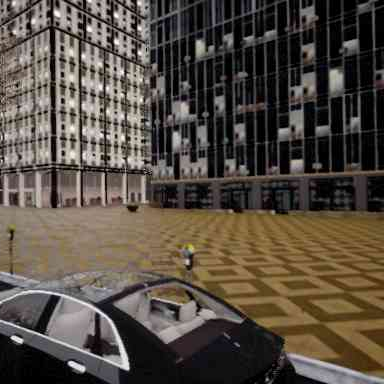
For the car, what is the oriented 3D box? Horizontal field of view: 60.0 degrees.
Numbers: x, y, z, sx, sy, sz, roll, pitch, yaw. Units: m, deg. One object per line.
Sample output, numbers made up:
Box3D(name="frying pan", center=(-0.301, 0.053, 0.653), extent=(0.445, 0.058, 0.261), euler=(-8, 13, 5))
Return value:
Box3D(name="car", center=(-1.134, 1.557, 3.697), extent=(4.403, 1.369, 2.008), euler=(0, -1, 36))
